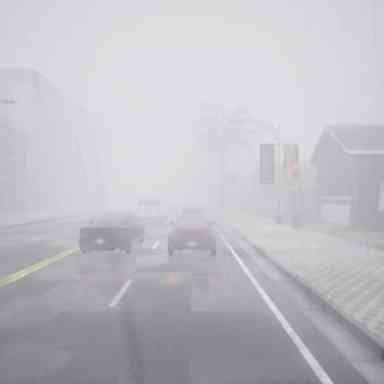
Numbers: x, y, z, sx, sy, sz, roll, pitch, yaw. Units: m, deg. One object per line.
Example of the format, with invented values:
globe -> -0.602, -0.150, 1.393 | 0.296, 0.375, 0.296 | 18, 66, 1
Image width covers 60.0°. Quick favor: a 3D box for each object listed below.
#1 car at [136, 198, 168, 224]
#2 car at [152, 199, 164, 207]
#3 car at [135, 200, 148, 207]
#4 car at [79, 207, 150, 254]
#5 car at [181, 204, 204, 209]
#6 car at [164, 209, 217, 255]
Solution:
car -> -3.243, 1.493, 27.587 | 2.150, 2.045, 5.566 | 0, 0, 0
car -> -6.523, 2.113, 65.009 | 1.837, 1.490, 4.892 | 0, 0, 1
car -> -9.764, 2.210, 64.911 | 1.895, 1.301, 4.718 | 0, 0, 0
car -> -3.226, 1.615, 14.256 | 1.882, 1.535, 5.008 | 0, 0, 0
car -> 0.024, 1.761, 29.252 | 1.882, 1.535, 5.008 | 0, 0, 0
car -> 0.022, 1.660, 13.916 | 1.812, 1.442, 4.674 | 0, 0, 1
